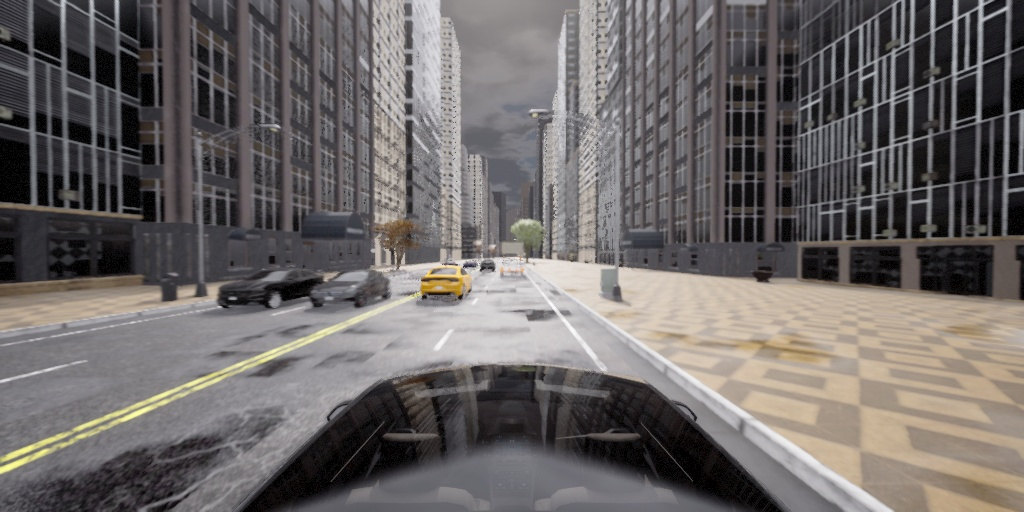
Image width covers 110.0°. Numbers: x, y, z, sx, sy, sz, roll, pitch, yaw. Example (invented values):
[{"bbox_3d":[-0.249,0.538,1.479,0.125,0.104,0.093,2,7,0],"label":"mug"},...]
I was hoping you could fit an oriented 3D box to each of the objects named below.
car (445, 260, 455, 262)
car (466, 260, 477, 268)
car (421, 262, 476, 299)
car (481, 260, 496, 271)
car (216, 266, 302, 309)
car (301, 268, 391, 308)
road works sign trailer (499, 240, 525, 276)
[{"bbox_3d":[-9.793,1.351,55.926,1.895,1.301,4.718,0,0,1],"label":"car"},{"bbox_3d":[-6.543,1.351,55.926,1.895,1.301,4.718,0,0,1],"label":"car"},{"bbox_3d":[-3.151,1.227,17.942,1.882,1.535,5.008,0,0,0],"label":"car"},{"bbox_3d":[-3.153,1.254,48.047,1.837,1.490,4.892,0,0,0],"label":"car"},{"bbox_3d":[-9.847,1.226,15.135,1.882,1.535,5.008,0,0,0],"label":"car"},{"bbox_3d":[-6.596,1.275,15.260,1.812,1.442,4.674,0,0,0],"label":"car"},{"bbox_3d":[0.015,0.214,36.466,2.380,3.560,2.880,0,0,1],"label":"road works sign trailer"}]
